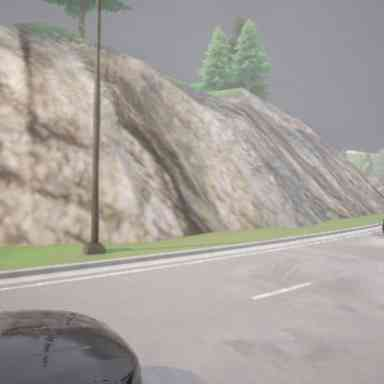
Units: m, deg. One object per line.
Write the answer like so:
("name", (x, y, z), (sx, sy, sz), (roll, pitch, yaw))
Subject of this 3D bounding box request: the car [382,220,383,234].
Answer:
("car", (12.162, 1.637, 18.462), (4.892, 1.490, 1.837), (1, 1, -44))

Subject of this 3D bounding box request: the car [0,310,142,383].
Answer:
("car", (-2.664, 1.452, 1.999), (4.892, 1.490, 1.837), (1, 1, -34))
